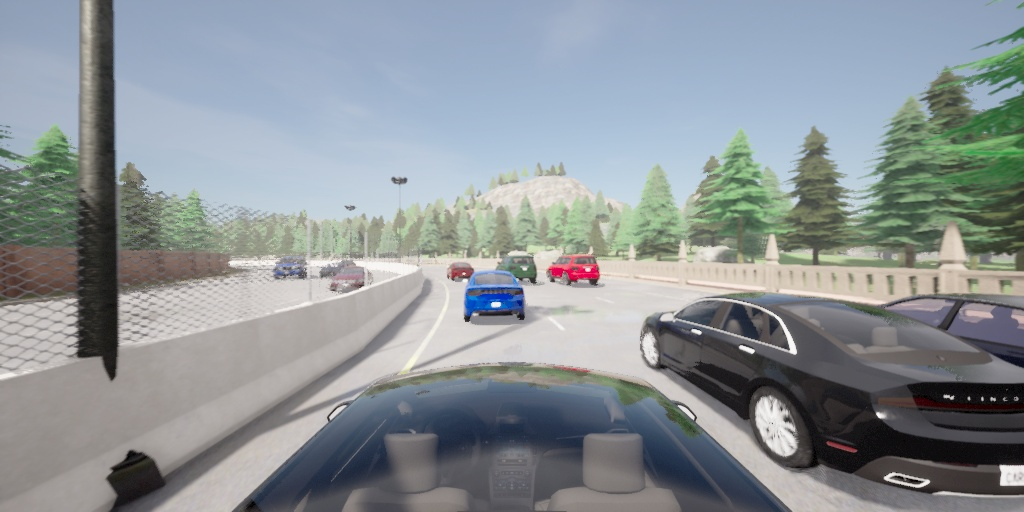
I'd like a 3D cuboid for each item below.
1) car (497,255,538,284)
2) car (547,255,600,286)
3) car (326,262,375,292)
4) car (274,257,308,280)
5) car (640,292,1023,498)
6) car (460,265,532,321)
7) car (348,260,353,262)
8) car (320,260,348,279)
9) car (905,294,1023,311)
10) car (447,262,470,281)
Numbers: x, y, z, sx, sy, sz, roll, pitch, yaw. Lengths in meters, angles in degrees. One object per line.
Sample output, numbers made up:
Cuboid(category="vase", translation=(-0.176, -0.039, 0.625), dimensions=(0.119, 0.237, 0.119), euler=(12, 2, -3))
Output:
Cuboid(category="car", translation=(0.232, 0.982, 26.947), dimensions=(2.150, 2.045, 5.566), euler=(0, 0, -14))
Cuboid(category="car", translation=(4.213, 0.965, 25.301), dimensions=(2.150, 2.045, 5.566), euler=(0, 0, -13))
Cuboid(category="car", translation=(-9.557, 1.324, 21.812), dimensions=(1.812, 1.442, 4.674), euler=(0, 0, -13))
Cuboid(category="car", translation=(-20.377, 1.068, 33.383), dimensions=(2.150, 2.045, 5.566), euler=(0, 0, -22))
Cuboid(category="car", translation=(3.379, 1.243, 4.859), dimensions=(1.837, 1.490, 4.892), euler=(0, 0, -2))
Cuboid(category="car", translation=(-0.719, 1.236, 12.683), dimensions=(1.882, 1.535, 5.008), euler=(0, 0, -6))
Cuboid(category="car", translation=(-27.064, 1.401, 59.392), dimensions=(1.837, 1.490, 4.892), euler=(0, 0, -36))
Cuboid(category="car", translation=(-17.025, 1.398, 34.290), dimensions=(1.994, 1.385, 4.181), euler=(0, 0, -22))
Cuboid(category="car", translation=(6.921, 1.271, 5.258), dimensions=(2.033, 1.411, 5.357), euler=(0, 0, -3))
Cuboid(category="car", translation=(-4.464, 1.259, 30.645), dimensions=(1.882, 1.535, 5.008), euler=(0, 0, -16))
